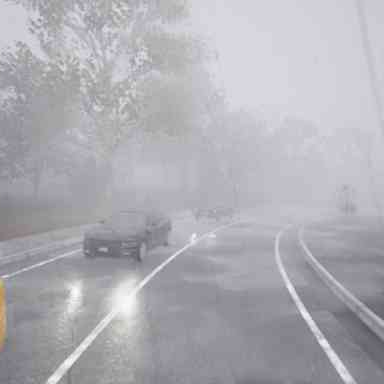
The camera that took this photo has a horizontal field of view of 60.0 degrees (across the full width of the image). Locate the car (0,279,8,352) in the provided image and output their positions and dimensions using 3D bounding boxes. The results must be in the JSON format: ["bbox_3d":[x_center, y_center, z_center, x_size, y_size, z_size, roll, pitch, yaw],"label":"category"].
[{"bbox_3d":[-3.303,1.437,2.034,1.882,1.535,5.008,1,0,3],"label":"car"}]

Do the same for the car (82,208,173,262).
[{"bbox_3d":[-2.082,1.378,12.061,1.882,1.535,5.008,2,1,11],"label":"car"}]

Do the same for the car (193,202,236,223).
[{"bbox_3d":[1.775,1.399,24.942,1.895,1.301,4.718,3,1,23],"label":"car"}]
